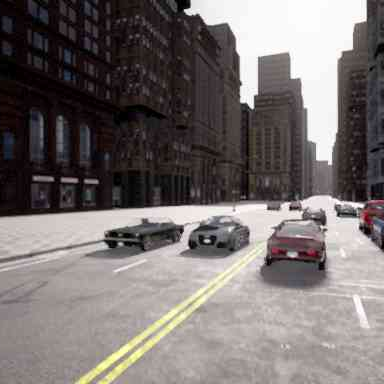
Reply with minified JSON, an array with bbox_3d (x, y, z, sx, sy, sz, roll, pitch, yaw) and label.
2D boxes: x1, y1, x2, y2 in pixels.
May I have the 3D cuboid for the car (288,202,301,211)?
[{"bbox_3d":[16.615,2.269,53.280,1.882,1.535,5.008,0,-1,22],"label":"car"}]

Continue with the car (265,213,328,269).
[{"bbox_3d":[3.806,1.695,11.918,1.812,1.442,4.674,0,-1,22],"label":"car"}]

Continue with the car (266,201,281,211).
[{"bbox_3d":[13.178,2.289,53.447,1.837,1.490,4.892,0,-1,22],"label":"car"}]

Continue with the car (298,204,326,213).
[{"bbox_3d":[10.775,1.990,29.396,1.994,1.385,4.181,0,-1,22],"label":"car"}]

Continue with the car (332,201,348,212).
[{"bbox_3d":[24.016,2.314,54.099,2.128,1.511,4.902,0,-1,22],"label":"car"}]

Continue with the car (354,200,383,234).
[{"bbox_3d":[11.857,1.534,20.975,2.150,2.045,5.566,0,-1,22],"label":"car"}]

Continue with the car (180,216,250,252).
[{"bbox_3d":[1.328,1.772,15.016,1.994,1.385,4.181,0,-1,22],"label":"car"}]

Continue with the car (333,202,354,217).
[{"bbox_3d":[17.989,2.144,38.941,1.994,1.385,4.181,0,-1,22],"label":"car"}]

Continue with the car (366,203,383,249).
[{"bbox_3d":[9.612,1.579,15.345,2.097,1.767,4.553,0,-1,22],"label":"car"}]

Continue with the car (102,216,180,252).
[{"bbox_3d":[-2.047,1.807,15.329,1.895,1.301,4.718,0,-1,22],"label":"car"}]
